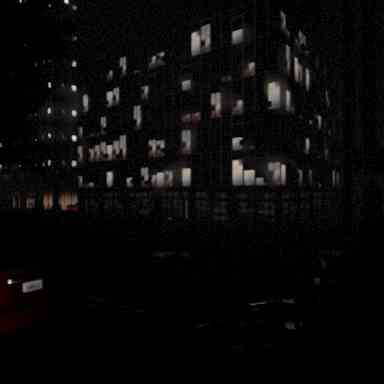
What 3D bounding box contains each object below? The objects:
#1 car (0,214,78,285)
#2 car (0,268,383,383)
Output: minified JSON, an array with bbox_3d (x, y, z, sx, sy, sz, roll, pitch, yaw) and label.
[{"bbox_3d":[-4.036,1.316,5.754,5.009,1.841,2.192,0,0,35],"label":"car"},{"bbox_3d":[0.462,1.566,2.548,4.313,1.339,1.947,0,0,35],"label":"car"}]
